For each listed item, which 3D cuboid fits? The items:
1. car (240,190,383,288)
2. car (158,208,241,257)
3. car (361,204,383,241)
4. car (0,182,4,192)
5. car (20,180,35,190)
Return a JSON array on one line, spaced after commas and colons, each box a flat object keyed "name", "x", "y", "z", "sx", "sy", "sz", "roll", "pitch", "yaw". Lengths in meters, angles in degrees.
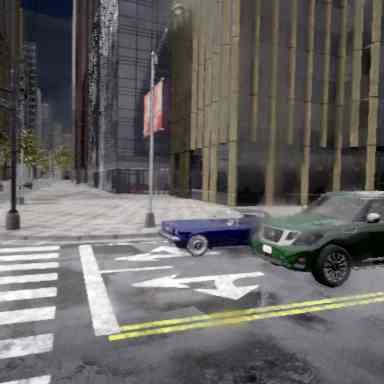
[{"name": "car", "x": 4.333, "y": 0.992, "z": 8.622, "sx": 5.566, "sy": 2.045, "sz": 2.150, "roll": 1, "pitch": 2, "yaw": -21}, {"name": "car", "x": 1.316, "y": 1.210, "z": 10.971, "sx": 4.718, "sy": 1.301, "sz": 1.895, "roll": 1, "pitch": 2, "yaw": -21}, {"name": "car", "x": 9.565, "y": 1.259, "z": 14.082, "sx": 4.181, "sy": 1.385, "sz": 1.994, "roll": 1, "pitch": 2, "yaw": -21}, {"name": "car", "x": -26.898, "y": -0.781, "z": 45.246, "sx": 1.882, "sy": 1.535, "sz": 5.008, "roll": 1, "pitch": 2, "yaw": -21}, {"name": "car", "x": -28.007, "y": -1.182, "z": 56.540, "sx": 1.837, "sy": 1.490, "sz": 4.892, "roll": 1, "pitch": 2, "yaw": -21}]
